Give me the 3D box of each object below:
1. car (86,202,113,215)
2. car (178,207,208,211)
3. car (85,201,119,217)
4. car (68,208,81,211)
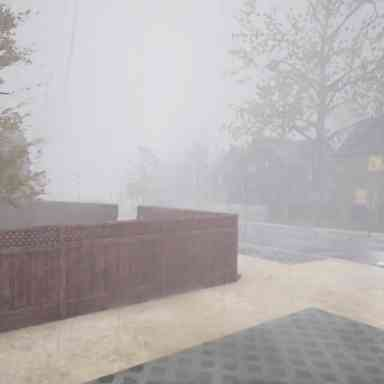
[{"bbox_3d":[-11.831,2.052,42.280,1.812,1.442,4.674,2,-2,-34],"label":"car"},{"bbox_3d":[0.098,1.673,20.046,1.837,1.490,4.892,2,-2,-35],"label":"car"},{"bbox_3d":[-8.963,1.697,33.132,2.097,1.767,4.553,2,-2,-33],"label":"car"},{"bbox_3d":[-17.505,2.254,50.348,1.895,1.301,4.718,2,-2,-35],"label":"car"}]
